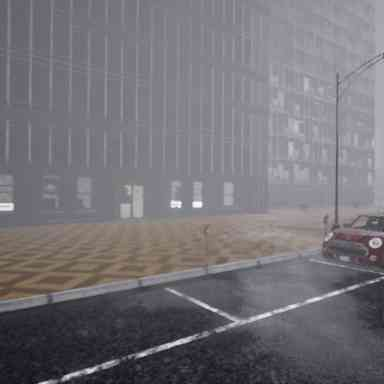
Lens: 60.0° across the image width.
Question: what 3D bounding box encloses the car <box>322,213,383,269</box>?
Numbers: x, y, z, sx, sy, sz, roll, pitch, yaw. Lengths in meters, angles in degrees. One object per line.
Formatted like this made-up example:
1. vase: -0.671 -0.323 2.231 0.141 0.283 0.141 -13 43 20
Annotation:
1. car: 6.106 1.426 10.904 4.097 1.590 1.967 0 1 -35
